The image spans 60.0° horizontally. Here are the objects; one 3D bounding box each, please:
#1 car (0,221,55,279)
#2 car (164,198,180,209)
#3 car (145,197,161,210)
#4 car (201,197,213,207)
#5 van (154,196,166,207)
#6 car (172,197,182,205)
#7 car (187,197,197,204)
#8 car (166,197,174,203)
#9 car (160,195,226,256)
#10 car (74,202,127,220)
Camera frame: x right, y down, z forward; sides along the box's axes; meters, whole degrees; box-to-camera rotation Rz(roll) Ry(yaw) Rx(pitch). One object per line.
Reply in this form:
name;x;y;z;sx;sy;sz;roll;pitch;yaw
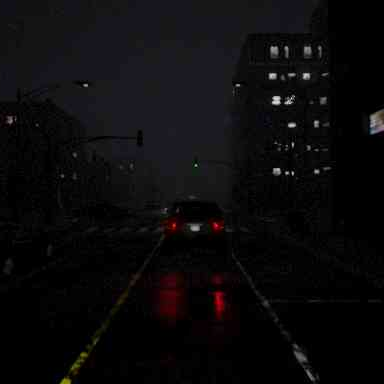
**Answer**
car;-5.677;1.610;10.150;2.008;1.369;4.403;1;0;0
car;-3.073;1.789;52.099;2.128;1.511;4.902;0;0;0
car;-5.754;1.820;48.106;1.887;1.381;4.507;1;0;0
car;2.705;1.779;59.536;1.967;1.590;4.097;1;0;0
van;-5.673;1.680;59.476;1.690;1.788;3.998;1;0;0
car;-3.007;1.886;67.472;1.837;1.490;4.892;0;0;0
car;-0.001;1.948;75.776;2.128;1.511;4.902;0;0;0
car;-5.678;2.084;87.907;1.802;1.307;4.206;1;0;0
car;0.106;1.301;13.635;2.150;2.045;5.566;0;0;0
car;-8.387;1.685;30.423;5.008;1.535;1.882;-1;-2;19
